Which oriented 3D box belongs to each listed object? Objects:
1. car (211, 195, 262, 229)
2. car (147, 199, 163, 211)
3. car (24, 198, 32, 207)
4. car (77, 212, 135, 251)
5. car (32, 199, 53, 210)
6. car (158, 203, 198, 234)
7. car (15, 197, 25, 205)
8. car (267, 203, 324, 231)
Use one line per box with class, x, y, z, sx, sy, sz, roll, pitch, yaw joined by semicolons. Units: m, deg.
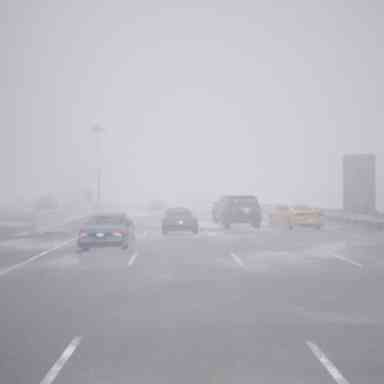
car;2.750;1.211;21.582;2.150;2.045;5.566;0;0;-7
car;-4.719;1.650;43.303;1.994;1.385;4.181;0;0;-14
car;-27.270;1.860;57.698;1.812;1.442;4.674;0;0;-18
car;-3.558;1.597;14.452;2.033;1.411;5.357;-1;0;-6
car;-20.036;1.469;45.946;2.150;2.045;5.566;-1;0;-14
car;-0.833;1.589;19.785;1.994;1.385;4.181;0;0;-6
car;-36.107;1.788;70.250;2.097;1.767;4.553;-1;0;-23
car;6.210;1.429;20.520;1.882;1.535;5.008;0;0;-7
